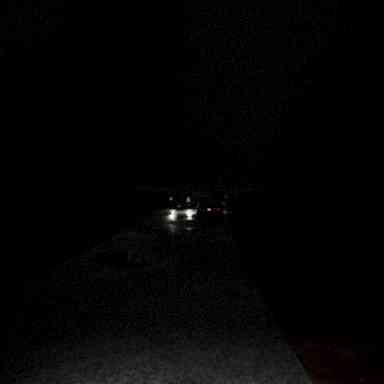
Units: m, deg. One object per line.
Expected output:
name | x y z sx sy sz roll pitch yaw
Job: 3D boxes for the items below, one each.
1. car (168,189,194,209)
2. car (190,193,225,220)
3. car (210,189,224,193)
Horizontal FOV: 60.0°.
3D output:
car | -0.859 0.547 31.088 2.097 1.767 4.553 2 3 6
car | 1.311 1.084 23.621 2.033 1.411 5.357 0 2 5
car | 3.181 0.313 42.024 1.895 1.301 4.718 0 3 6
